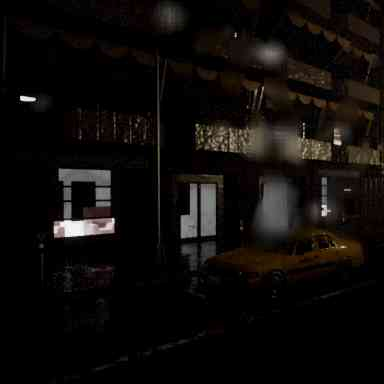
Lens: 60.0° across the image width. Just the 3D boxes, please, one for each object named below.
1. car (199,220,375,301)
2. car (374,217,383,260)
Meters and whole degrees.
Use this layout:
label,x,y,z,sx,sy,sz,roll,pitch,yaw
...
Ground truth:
label,x,y,z,sx,sy,sz,roll,pitch,yaw
car,2.408,1.526,8.296,4.829,1.417,1.752,0,0,-36
car,7.039,1.547,11.611,4.507,1.381,1.887,0,0,-36
